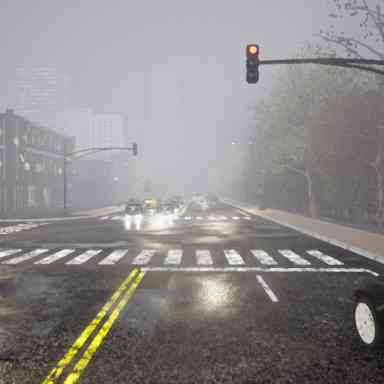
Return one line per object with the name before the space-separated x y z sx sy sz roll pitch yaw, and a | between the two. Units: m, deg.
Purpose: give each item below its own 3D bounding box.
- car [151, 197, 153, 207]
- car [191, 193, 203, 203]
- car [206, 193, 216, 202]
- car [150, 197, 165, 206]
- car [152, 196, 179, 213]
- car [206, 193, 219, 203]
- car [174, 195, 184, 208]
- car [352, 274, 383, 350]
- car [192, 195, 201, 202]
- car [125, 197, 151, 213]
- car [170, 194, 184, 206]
car | -5.905 1.453 45.856 1.882 1.535 5.008 0 0 1
car | 1.083 1.183 66.110 2.150 2.045 5.566 0 0 1
car | 4.387 1.179 76.609 2.150 2.045 5.566 0 0 1
car | -5.739 1.533 55.907 1.994 1.385 4.181 0 0 2
car | -2.847 1.473 36.673 2.128 1.511 4.902 0 0 -2
car | 4.332 1.466 66.146 1.837 1.490 4.892 0 0 1
car | -2.651 1.466 46.181 2.128 1.511 4.902 0 0 1
car | 3.394 1.476 3.191 1.882 1.535 5.008 0 0 1
car | 1.137 1.493 76.734 2.033 1.411 5.357 0 0 1
car | -6.063 1.473 36.343 2.128 1.511 4.902 0 0 -1
car | -2.496 1.320 56.472 2.097 1.767 4.553 0 0 1
